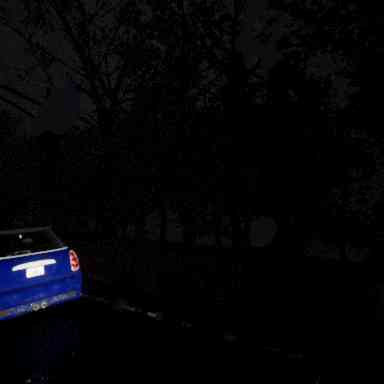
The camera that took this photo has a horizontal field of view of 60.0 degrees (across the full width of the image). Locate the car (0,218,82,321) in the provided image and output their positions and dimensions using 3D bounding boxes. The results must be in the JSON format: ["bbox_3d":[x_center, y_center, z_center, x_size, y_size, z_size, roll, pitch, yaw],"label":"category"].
[{"bbox_3d":[-4.340,1.345,6.776,4.553,1.767,2.097,0,0,35],"label":"car"}]

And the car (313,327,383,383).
[{"bbox_3d":[2.988,1.602,1.557,4.718,1.301,1.895,0,0,36],"label":"car"}]
